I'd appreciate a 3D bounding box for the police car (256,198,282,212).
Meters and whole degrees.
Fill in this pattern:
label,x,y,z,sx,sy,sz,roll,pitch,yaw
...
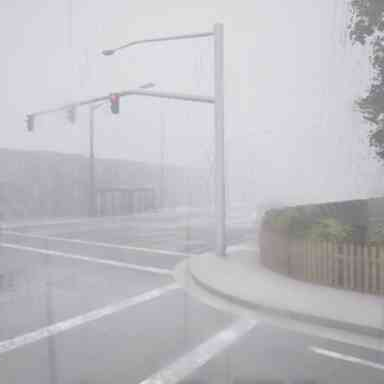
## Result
label,x,y,z,sx,sy,sz,roll,pitch,yaw
police car,9.656,1.606,41.773,1.930,1.638,5.238,-1,0,35
